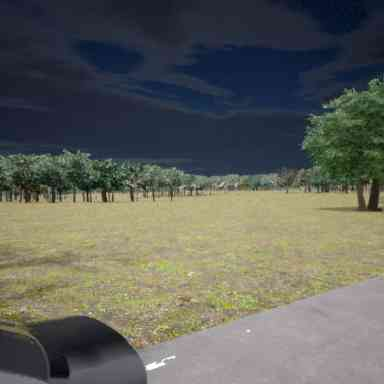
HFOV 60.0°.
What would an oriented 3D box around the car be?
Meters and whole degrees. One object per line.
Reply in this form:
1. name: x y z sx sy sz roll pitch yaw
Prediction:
1. car: -2.533 1.478 1.246 5.008 1.535 1.882 0 0 -36
